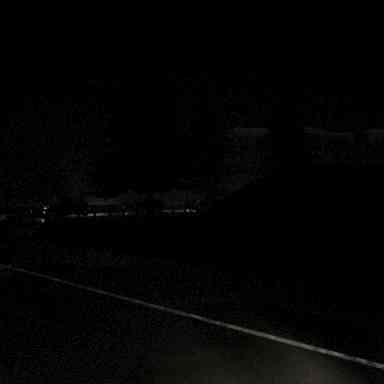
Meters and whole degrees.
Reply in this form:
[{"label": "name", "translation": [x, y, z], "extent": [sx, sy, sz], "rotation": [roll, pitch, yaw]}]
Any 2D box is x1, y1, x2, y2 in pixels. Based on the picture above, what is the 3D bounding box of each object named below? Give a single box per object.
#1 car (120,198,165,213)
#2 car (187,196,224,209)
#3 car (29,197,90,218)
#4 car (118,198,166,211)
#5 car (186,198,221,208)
[{"label": "car", "translation": [-5.184, 1.403, 35.788], "extent": [4.902, 1.511, 2.128], "rotation": [0, 0, -42]}, {"label": "car", "translation": [1.742, 1.274, 41.526], "extent": [4.553, 1.767, 2.097], "rotation": [0, 0, -35]}, {"label": "car", "translation": [-11.389, 1.257, 29.373], "extent": [2.097, 1.767, 4.553], "rotation": [0, 0, 41]}, {"label": "car", "translation": [-5.935, 1.445, 39.885], "extent": [5.357, 1.411, 2.033], "rotation": [0, 0, -42]}, {"label": "car", "translation": [1.630, 1.511, 45.774], "extent": [4.718, 1.301, 1.895], "rotation": [0, 0, -35]}]
